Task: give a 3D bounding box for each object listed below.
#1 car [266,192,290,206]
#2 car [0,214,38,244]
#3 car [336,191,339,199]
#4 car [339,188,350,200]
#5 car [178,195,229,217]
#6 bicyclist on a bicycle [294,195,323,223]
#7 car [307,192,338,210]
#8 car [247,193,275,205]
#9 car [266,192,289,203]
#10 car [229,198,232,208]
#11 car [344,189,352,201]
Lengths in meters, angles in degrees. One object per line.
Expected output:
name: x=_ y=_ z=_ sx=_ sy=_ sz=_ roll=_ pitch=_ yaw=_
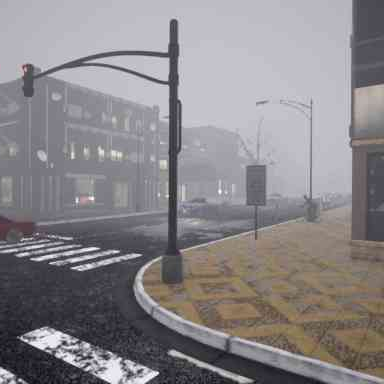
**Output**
car: x=10.158 y=0.804 z=39.701 sx=1.882 sy=1.535 sz=5.008 roll=1 pitch=2 yaw=35
car: x=-8.601 y=1.466 z=12.655 sx=1.895 sy=1.301 sz=4.718 roll=1 pitch=1 yaw=35
car: x=18.587 y=0.788 z=46.281 sx=1.895 sy=1.301 sz=4.718 roll=1 pitch=1 yaw=35
car: x=24.271 y=0.571 z=54.515 sx=2.033 sy=1.411 sz=5.357 roll=1 pitch=1 yaw=36
car: x=0.784 y=1.120 z=26.198 sx=1.812 sy=1.442 sz=4.674 roll=1 pitch=1 yaw=35
bicyclist on a bicycle: x=6.821 y=1.003 z=19.567 sx=1.656 sy=1.620 sz=0.582 roll=0 pitch=1 yaw=35
car: x=12.701 y=0.993 z=33.035 sx=2.008 sy=1.369 sz=4.403 roll=2 pitch=2 yaw=35
car: x=8.917 y=0.821 z=42.589 sx=1.887 sy=1.381 sz=4.507 roll=2 pitch=2 yaw=35
car: x=12.158 y=0.766 z=47.209 sx=1.802 sy=1.307 sz=4.206 roll=2 pitch=2 yaw=35
car: x=2.440 y=1.011 z=33.345 sx=2.008 sy=1.369 sz=4.403 roll=2 pitch=2 yaw=35
car: x=25.469 y=0.618 z=51.649 sx=1.887 sy=1.381 sz=4.507 roll=2 pitch=2 yaw=35
